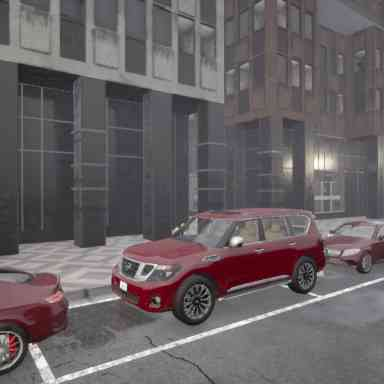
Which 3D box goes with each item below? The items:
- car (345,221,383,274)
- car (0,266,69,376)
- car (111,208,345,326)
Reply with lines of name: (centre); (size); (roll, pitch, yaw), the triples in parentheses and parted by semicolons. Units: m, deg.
car: (5.420, 1.582, 10.496); (4.206, 1.307, 1.802); (0, 0, -35)
car: (-3.714, 1.582, 4.006); (4.206, 1.307, 1.802); (0, 0, -35)
car: (0.853, 1.315, 7.252); (5.009, 1.841, 2.192); (0, 0, -35)
